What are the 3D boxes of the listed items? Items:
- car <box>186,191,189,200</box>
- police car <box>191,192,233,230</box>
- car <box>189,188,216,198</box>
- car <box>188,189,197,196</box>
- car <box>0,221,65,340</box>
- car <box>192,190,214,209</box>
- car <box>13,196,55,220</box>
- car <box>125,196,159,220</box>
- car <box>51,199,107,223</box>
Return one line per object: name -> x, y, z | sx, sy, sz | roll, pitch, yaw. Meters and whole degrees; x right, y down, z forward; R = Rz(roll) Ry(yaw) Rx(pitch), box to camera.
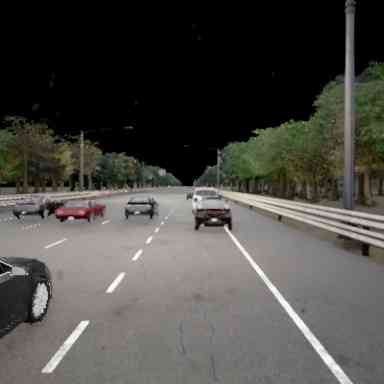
car -> 0.063, 0.473, 51.808 | 1.837, 1.490, 4.892 | 0, 1, 0
police car -> 1.055, 1.051, 18.184 | 1.930, 1.638, 5.238 | 0, 1, 0
car -> 1.062, 0.652, 28.086 | 2.150, 2.045, 5.566 | 0, 1, 0
car -> 0.137, 0.114, 68.908 | 1.812, 1.442, 4.674 | 0, 1, 0
car -> -3.398, 1.421, 3.978 | 1.837, 1.490, 4.892 | 0, 1, 0
car -> 1.070, 0.663, 34.019 | 2.097, 1.767, 4.553 | 0, 1, 0
car -> -10.393, 1.021, 23.035 | 2.128, 1.511, 4.902 | 0, 1, 0
car -> -3.392, 1.021, 23.046 | 2.128, 1.511, 4.902 | 0, 1, 0
car -> -6.894, 1.166, 21.207 | 1.895, 1.301, 4.718 | 0, 1, 0
